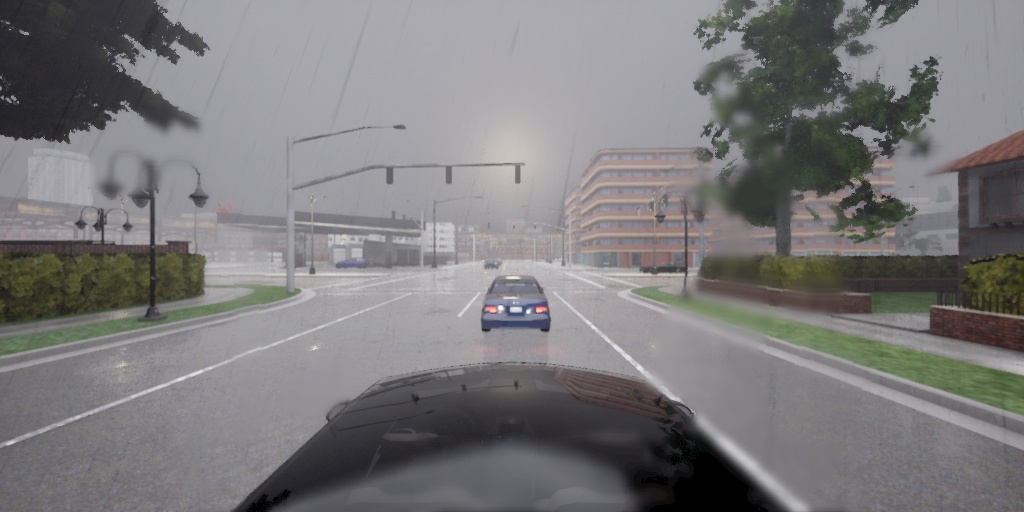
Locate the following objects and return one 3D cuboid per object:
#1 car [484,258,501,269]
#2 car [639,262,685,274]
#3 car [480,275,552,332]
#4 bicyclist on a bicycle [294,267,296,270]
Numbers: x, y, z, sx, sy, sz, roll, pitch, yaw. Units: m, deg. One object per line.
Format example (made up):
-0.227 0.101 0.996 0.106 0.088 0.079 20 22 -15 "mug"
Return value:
-3.101 1.070 53.829 2.097 1.767 4.553 0 0 0 "car"
16.329 1.327 38.893 4.718 1.301 1.895 0 0 -3 "car"
0.098 1.292 10.844 2.033 1.411 5.357 0 0 0 "car"
-29.016 1.152 47.116 0.582 1.620 1.656 -10 5 0 "bicyclist on a bicycle"
